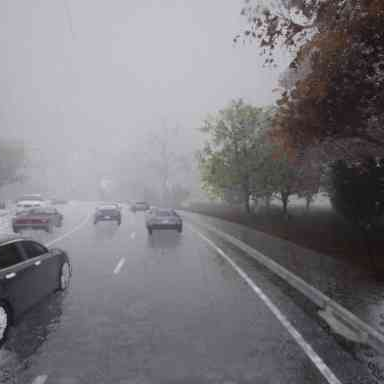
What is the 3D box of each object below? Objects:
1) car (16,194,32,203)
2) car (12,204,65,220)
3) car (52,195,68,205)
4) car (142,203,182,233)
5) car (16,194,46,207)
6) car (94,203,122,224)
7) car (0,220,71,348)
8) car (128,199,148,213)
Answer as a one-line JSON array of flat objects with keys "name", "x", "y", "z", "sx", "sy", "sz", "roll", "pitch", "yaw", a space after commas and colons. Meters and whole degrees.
[{"name": "car", "x": -35.070, "y": 1.321, "z": 69.373, "sx": 2.097, "sy": 1.767, "sz": 4.553, "roll": 0, "pitch": 0, "yaw": -38}, {"name": "car", "x": -8.965, "y": 1.621, "z": 19.676, "sx": 1.895, "sy": 1.301, "sz": 4.718, "roll": 0, "pitch": 0, "yaw": -10}, {"name": "car", "x": -22.966, "y": 1.385, "z": 57.836, "sx": 2.097, "sy": 1.767, "sz": 4.553, "roll": 0, "pitch": 0, "yaw": -30}, {"name": "car", "x": -1.763, "y": 1.572, "z": 19.986, "sx": 1.994, "sy": 1.385, "sz": 4.181, "roll": 0, "pitch": 0, "yaw": -10}, {"name": "car", "x": -15.787, "y": 1.247, "z": 32.904, "sx": 2.150, "sy": 2.045, "sz": 5.566, "roll": 0, "pitch": 0, "yaw": -18}, {"name": "car", "x": -6.227, "y": 1.542, "z": 24.757, "sx": 1.812, "sy": 1.442, "sz": 4.674, "roll": 0, "pitch": 0, "yaw": -12}, {"name": "car", "x": -3.705, "y": 1.515, "z": 6.028, "sx": 1.837, "sy": 1.490, "sz": 4.892, "roll": 0, "pitch": 0, "yaw": -3}, {"name": "car", "x": -5.953, "y": 1.512, "z": 37.085, "sx": 2.128, "sy": 1.511, "sz": 4.902, "roll": 0, "pitch": 0, "yaw": -18}]
